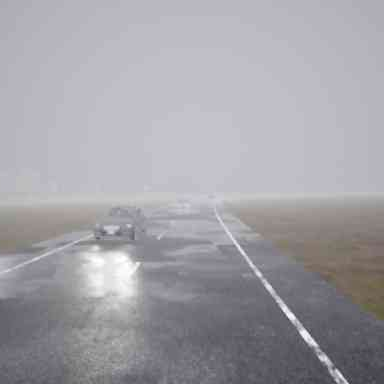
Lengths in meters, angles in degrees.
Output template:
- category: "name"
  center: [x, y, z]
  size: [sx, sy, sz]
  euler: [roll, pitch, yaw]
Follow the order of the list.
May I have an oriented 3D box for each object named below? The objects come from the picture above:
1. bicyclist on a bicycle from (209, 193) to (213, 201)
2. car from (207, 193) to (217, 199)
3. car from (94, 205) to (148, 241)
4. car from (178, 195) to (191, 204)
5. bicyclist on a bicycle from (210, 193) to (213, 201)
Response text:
- category: "bicyclist on a bicycle"
  center: [3.819, 1.234, 67.918]
  size: [0.582, 1.620, 1.656]
  euler: [0, 0, 5]
- category: "car"
  center: [5.400, 1.051, 94.009]
  size: [1.882, 1.535, 5.008]
  euler: [0, 0, 7]
- category: "car"
  center: [-3.397, 1.443, 16.592]
  size: [2.128, 1.511, 4.902]
  euler: [0, 0, 1]
- category: "car"
  center: [-1.405, 1.342, 58.591]
  size: [1.812, 1.442, 4.674]
  euler: [0, 0, 5]
- category: "bicyclist on a bicycle"
  center: [4.607, 1.119, 76.850]
  size: [0.659, 1.776, 1.843]
  euler: [0, 0, 5]
